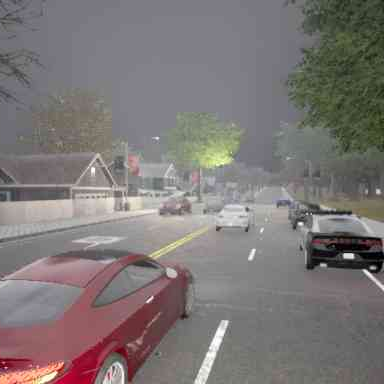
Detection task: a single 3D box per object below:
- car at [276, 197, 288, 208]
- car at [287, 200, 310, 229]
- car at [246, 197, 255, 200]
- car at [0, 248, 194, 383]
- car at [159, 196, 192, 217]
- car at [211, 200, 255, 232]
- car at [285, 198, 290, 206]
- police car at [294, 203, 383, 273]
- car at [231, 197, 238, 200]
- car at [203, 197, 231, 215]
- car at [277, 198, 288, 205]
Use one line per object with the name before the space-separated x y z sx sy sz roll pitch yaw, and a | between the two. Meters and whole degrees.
car | 12.859 1.446 46.623 1.882 1.535 5.008 0 0 15
car | 7.047 1.426 20.402 1.837 1.490 4.892 0 0 15
car | 12.549 1.753 71.504 2.033 1.411 5.357 0 -1 15
car | -1.300 1.518 4.608 1.812 1.442 4.674 0 0 15
car | -1.470 1.257 30.705 2.097 1.767 4.553 0 0 15
car | 2.597 1.452 19.671 1.812 1.442 4.674 0 0 14
car | 8.550 1.412 26.212 1.837 1.490 4.892 0 0 15
police car | 4.570 1.387 10.826 1.930 1.638 5.238 0 0 15
car | 8.673 1.708 69.495 1.812 1.442 4.674 0 -1 15
car | 2.347 1.431 32.523 1.812 1.442 4.674 0 0 15
car | 17.090 1.738 63.104 1.895 1.301 4.718 0 -1 15
